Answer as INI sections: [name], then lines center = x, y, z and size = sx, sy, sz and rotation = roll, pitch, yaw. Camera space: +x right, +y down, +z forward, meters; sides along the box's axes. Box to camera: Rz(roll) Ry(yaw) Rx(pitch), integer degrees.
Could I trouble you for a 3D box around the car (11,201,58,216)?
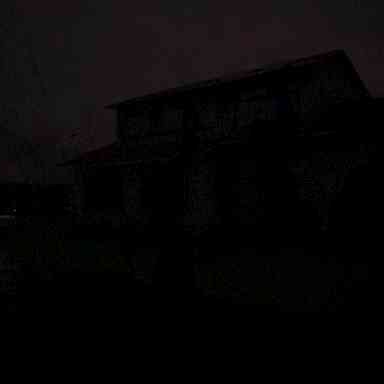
[car]
center = -15.554, 1.564, 33.025
size = 1.994, 1.385, 4.181
rotation = 0, 0, 35
